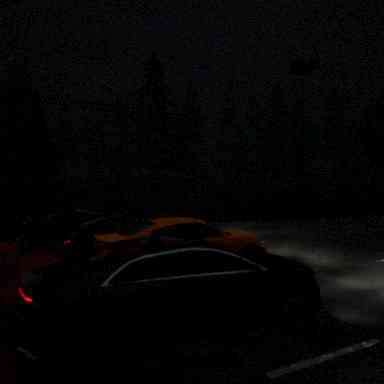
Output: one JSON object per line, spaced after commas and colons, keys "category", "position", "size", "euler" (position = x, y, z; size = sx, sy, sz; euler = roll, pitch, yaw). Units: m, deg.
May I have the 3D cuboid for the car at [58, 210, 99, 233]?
{"category": "car", "position": [-2.204, 1.480, 12.149], "size": [4.674, 1.442, 1.812], "euler": [0, 0, -27]}

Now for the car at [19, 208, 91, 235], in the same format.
{"category": "car", "position": [-4.893, 1.445, 14.690], "size": [4.902, 1.511, 2.128], "euler": [0, 0, -27]}

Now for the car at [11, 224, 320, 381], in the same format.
{"category": "car", "position": [-0.120, 1.469, 5.338], "size": [4.902, 1.511, 2.128], "euler": [0, 0, -27]}

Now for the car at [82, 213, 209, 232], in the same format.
{"category": "car", "position": [-0.221, 1.438, 9.217], "size": [5.008, 1.535, 1.882], "euler": [0, 0, -27]}
